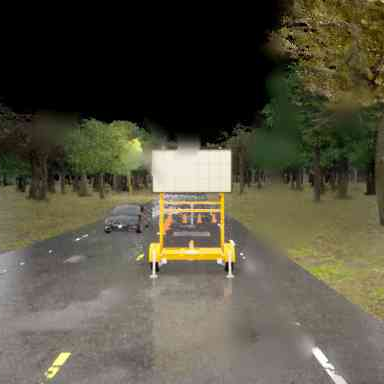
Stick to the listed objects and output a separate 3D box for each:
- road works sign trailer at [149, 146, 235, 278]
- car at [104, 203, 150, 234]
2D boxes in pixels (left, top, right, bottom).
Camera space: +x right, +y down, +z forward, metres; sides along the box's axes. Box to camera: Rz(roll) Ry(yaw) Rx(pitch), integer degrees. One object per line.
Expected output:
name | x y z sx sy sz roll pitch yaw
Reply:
road works sign trailer | -0.001 0.434 10.069 2.380 3.560 2.880 0 0 0
car | -3.501 1.407 18.565 1.837 1.490 4.892 0 0 0
